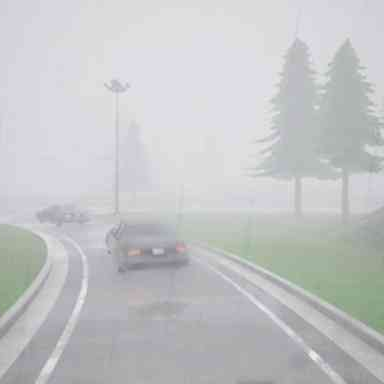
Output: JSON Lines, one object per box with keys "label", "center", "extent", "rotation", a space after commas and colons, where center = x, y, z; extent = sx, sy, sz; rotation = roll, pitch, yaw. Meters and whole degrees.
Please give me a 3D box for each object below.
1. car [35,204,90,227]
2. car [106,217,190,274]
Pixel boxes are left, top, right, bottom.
{"label": "car", "center": [-8.821, 1.505, 22.504], "extent": [2.033, 1.411, 5.357], "rotation": [0, 0, -43]}
{"label": "car", "center": [-1.648, 1.527, 10.666], "extent": [2.033, 1.411, 5.357], "rotation": [0, 0, -19]}
